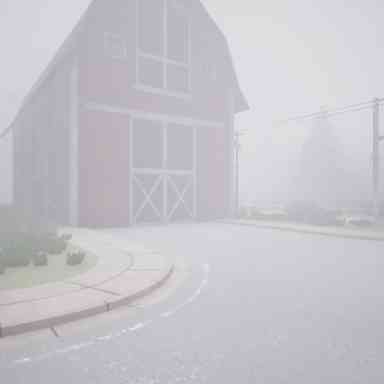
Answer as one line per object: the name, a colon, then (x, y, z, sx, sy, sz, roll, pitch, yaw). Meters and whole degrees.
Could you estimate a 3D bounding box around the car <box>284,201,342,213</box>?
car: (10.928, 1.574, 30.579, 2.033, 1.411, 5.357, 0, 0, -35)

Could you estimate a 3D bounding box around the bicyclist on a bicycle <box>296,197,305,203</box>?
bicyclist on a bicycle: (13.256, 1.322, 40.202, 1.656, 1.620, 0.582, 46, -25, -24)

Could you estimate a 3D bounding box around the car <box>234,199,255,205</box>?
car: (5.500, 1.552, 38.464, 1.812, 1.442, 4.674, 0, 0, -34)
